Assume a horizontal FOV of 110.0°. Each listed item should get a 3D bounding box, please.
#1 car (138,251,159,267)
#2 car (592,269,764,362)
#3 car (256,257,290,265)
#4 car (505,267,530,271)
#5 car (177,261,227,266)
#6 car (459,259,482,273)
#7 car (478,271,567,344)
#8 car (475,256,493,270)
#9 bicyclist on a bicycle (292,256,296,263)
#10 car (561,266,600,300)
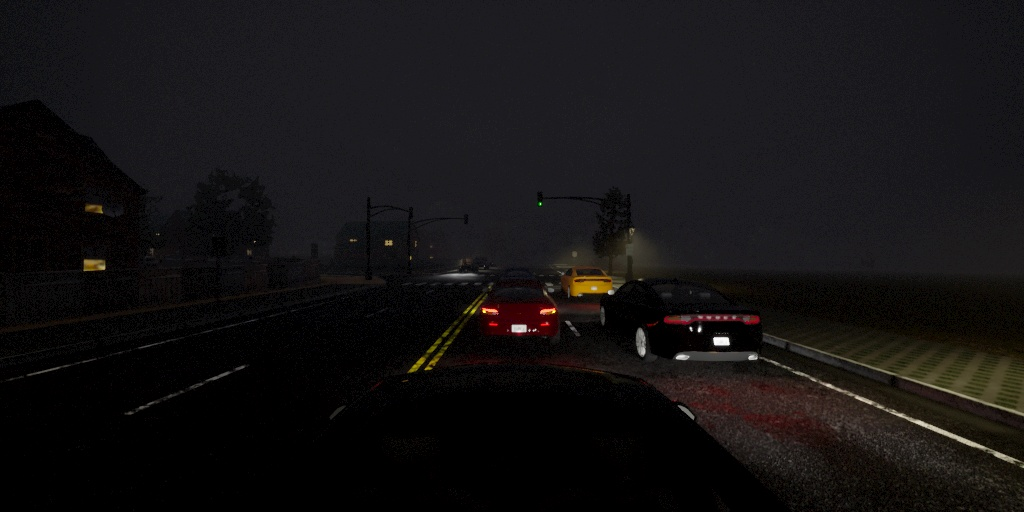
[{"bbox_3d":[-40.898,0.332,38.498,5.566,2.045,2.150,1,-1,16],"label":"car"},{"bbox_3d":[3.408,1.231,8.273,1.882,1.535,5.008,0,0,0],"label":"car"},{"bbox_3d":[-21.036,0.910,32.953,5.008,1.535,1.882,1,-1,16],"label":"car"},{"bbox_3d":[0.295,1.289,18.558,1.812,1.442,4.674,0,0,0],"label":"car"},{"bbox_3d":[-30.821,0.875,35.676,4.718,1.301,1.895,1,-1,16],"label":"car"},{"bbox_3d":[-5.432,1.418,45.594,1.895,1.301,4.718,0,0,3],"label":"car"},{"bbox_3d":[0.169,1.280,9.449,1.812,1.442,4.674,0,0,1],"label":"car"},{"bbox_3d":[-4.843,1.064,56.031,2.150,2.045,5.566,0,0,4],"label":"car"},{"bbox_3d":[-24.220,0.780,39.930,0.582,1.620,1.656,1,-1,16],"label":"bicyclist on a bicycle"},{"bbox_3d":[3.546,1.239,17.741,1.882,1.535,5.008,0,0,1],"label":"car"}]
